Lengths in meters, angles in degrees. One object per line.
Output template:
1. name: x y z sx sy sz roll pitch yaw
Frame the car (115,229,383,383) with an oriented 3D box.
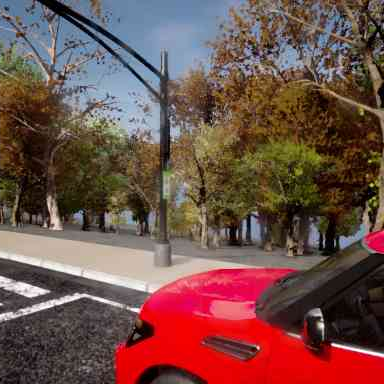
1. car: 1.976 1.221 2.304 5.566 2.045 2.150 0 0 34
